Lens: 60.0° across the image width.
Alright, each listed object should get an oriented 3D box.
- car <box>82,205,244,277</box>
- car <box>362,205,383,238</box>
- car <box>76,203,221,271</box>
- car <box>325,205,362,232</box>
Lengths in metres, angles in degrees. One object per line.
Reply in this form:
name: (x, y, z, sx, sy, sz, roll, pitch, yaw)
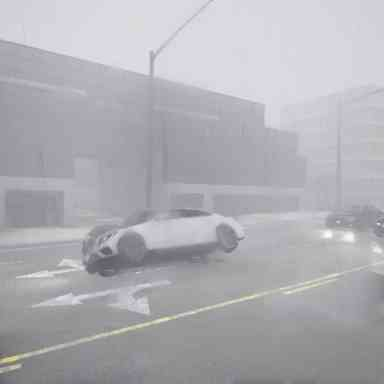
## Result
car: (-0.644, 1.285, 9.309, 4.674, 1.442, 1.812, -1, -25, -35)
car: (10.503, 1.393, 15.766, 4.902, 1.511, 2.128, -1, 0, -35)
car: (-1.406, 1.353, 11.590, 4.553, 1.767, 2.097, 0, 0, -36)
car: (9.670, 1.447, 19.465, 4.181, 1.385, 1.994, -1, 0, -35)
